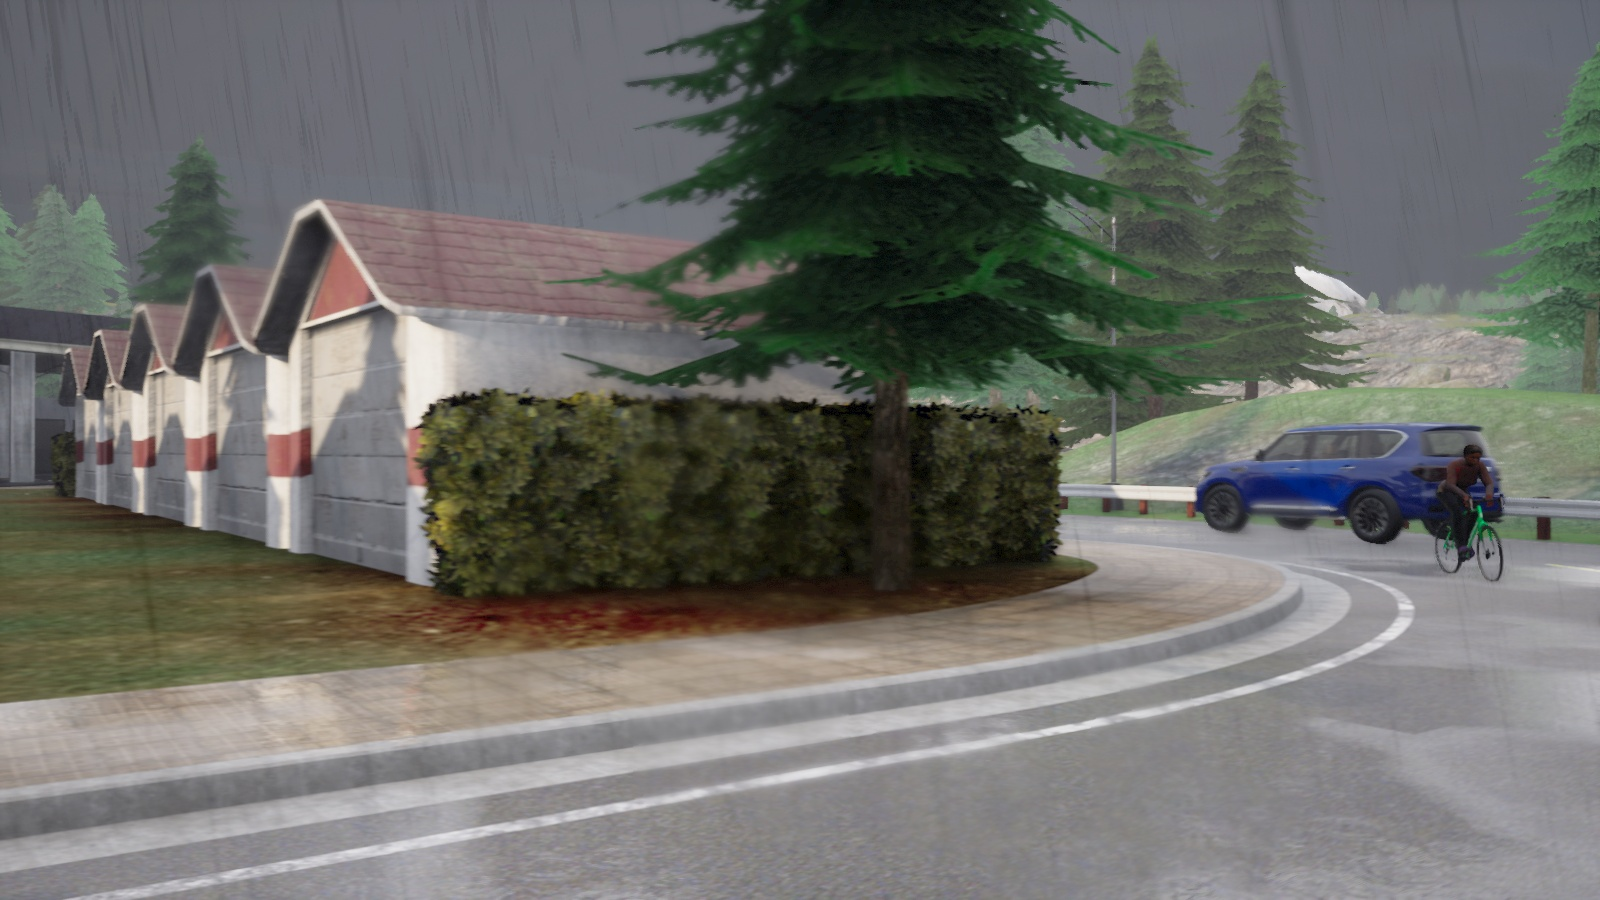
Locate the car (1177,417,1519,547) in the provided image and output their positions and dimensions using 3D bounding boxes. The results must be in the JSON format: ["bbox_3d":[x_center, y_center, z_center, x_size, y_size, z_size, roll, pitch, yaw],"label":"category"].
[{"bbox_3d":[9.648,0.511,22.736,2.150,2.045,5.566,0,0,-27],"label":"car"}]

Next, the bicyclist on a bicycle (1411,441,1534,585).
[{"bbox_3d":[8.031,0.719,15.074,0.582,1.620,1.656,-2,0,2],"label":"bicyclist on a bicycle"}]
